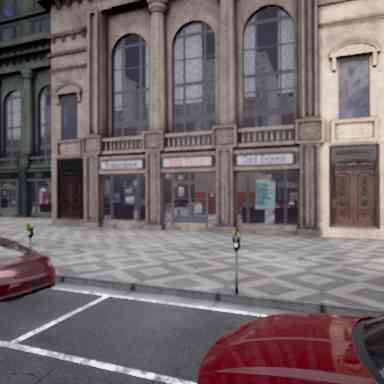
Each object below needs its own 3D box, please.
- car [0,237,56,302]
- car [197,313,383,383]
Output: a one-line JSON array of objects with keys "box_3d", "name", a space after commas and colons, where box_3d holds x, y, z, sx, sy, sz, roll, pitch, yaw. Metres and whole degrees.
[{"box_3d": [-4.886, 1.579, 7.083, 4.206, 1.307, 1.802, 0, 0, 21], "name": "car"}, {"box_3d": [2.466, 1.478, 2.182, 5.008, 1.535, 1.882, 0, 0, 19], "name": "car"}]
